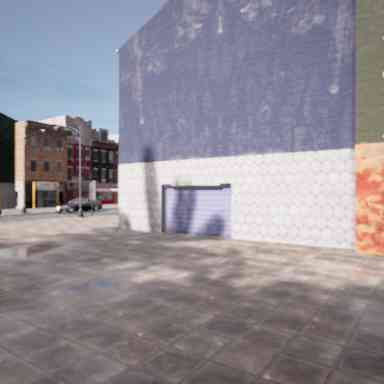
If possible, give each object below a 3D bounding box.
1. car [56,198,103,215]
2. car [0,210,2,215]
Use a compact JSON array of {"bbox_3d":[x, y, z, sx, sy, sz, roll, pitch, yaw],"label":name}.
[{"bbox_3d":[-11.374,1.400,33.752,2.128,1.511,4.902,0,1,36],"label":"car"},{"bbox_3d":[-17.340,1.647,25.388,1.895,1.301,4.718,0,1,35],"label":"car"}]
